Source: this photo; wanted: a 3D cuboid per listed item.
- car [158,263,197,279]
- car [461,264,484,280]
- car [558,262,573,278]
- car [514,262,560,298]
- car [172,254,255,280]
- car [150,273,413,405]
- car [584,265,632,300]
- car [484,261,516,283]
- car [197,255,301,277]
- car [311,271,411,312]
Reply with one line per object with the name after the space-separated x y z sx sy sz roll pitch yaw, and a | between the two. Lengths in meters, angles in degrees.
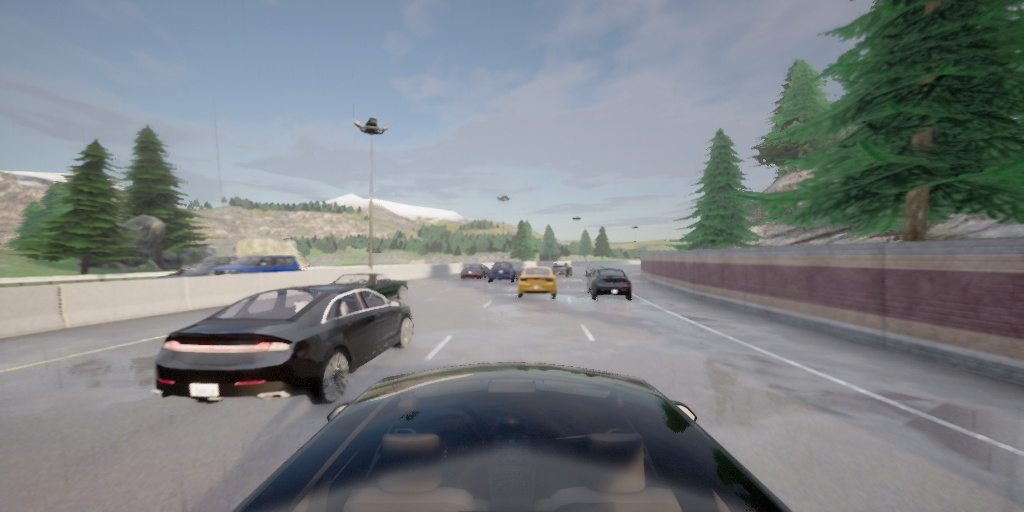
-19.412 1.266 23.193 2.033 1.411 5.357 0 0 8 | car
-3.184 1.405 32.825 1.994 1.385 4.181 0 0 12 | car
5.195 1.394 37.329 2.128 1.511 4.902 0 0 15 | car
1.452 1.297 19.226 1.882 1.535 5.008 0 0 8 | car
-22.352 0.789 27.169 2.097 1.767 4.553 0 0 9 | car
-3.223 1.240 6.287 2.128 1.511 4.902 0 0 2 | car
4.867 1.341 18.392 1.837 1.490 4.892 0 0 7 | car
-0.407 1.195 29.116 2.097 1.767 4.553 0 0 12 | car
-15.959 0.958 22.627 2.150 2.045 5.566 0 0 8 | car
-6.121 1.365 15.294 1.895 1.301 4.718 0 0 6 | car
